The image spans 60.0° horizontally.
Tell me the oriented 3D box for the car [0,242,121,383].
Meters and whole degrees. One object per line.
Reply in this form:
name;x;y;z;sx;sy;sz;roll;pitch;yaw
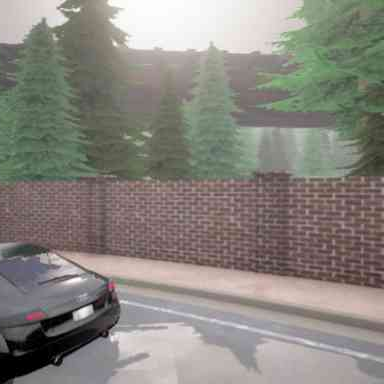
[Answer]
car;-3.185;1.508;5.159;4.181;1.385;1.994;0;1;27
